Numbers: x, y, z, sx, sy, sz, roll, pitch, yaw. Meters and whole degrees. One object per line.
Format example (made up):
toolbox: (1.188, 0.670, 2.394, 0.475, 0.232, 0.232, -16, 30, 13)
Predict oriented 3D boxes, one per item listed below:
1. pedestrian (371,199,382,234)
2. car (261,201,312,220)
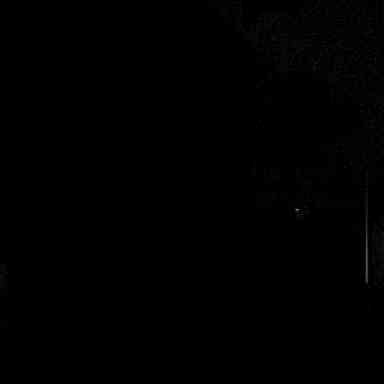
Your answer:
pedestrian: (9.567, 1.227, 17.468, 0.375, 1.860, 0.375, 0, 0, -36)
car: (8.430, 1.617, 29.930, 2.097, 1.767, 4.553, 0, -1, -35)
